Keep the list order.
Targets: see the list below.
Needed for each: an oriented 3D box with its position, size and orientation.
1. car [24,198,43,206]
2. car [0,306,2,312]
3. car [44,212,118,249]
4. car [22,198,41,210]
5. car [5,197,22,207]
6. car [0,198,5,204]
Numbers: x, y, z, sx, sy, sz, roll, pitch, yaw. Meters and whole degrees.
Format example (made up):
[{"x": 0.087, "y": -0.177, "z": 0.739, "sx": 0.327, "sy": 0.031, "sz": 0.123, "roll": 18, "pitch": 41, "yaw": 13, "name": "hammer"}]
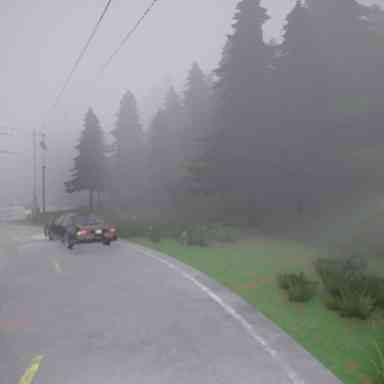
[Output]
[{"x": -30.775, "y": 1.912, "z": 64.551, "sx": 1.837, "sy": 1.490, "sz": 4.892, "roll": 0, "pitch": 0, "yaw": -45, "name": "car"}, {"x": -3.361, "y": 1.582, "z": 2.404, "sx": 2.033, "sy": 1.411, "sz": 5.357, "roll": 0, "pitch": 0, "yaw": -7, "name": "car"}, {"x": -5.194, "y": 1.635, "z": 15.164, "sx": 2.033, "sy": 1.411, "sz": 5.357, "roll": 0, "pitch": 0, "yaw": -37, "name": "car"}, {"x": -22.722, "y": 1.861, "z": 47.514, "sx": 1.994, "sy": 1.385, "sz": 4.181, "roll": 0, "pitch": 0, "yaw": -23, "name": "car"}, {"x": -31.571, "y": 1.762, "z": 60.273, "sx": 2.097, "sy": 1.767, "sz": 4.553, "roll": 0, "pitch": 0, "yaw": -43, "name": "car"}, {"x": -39.211, "y": 1.975, "z": 70.620, "sx": 5.008, "sy": 1.535, "sz": 1.882, "roll": -1, "pitch": 0, "yaw": 25, "name": "car"}]
